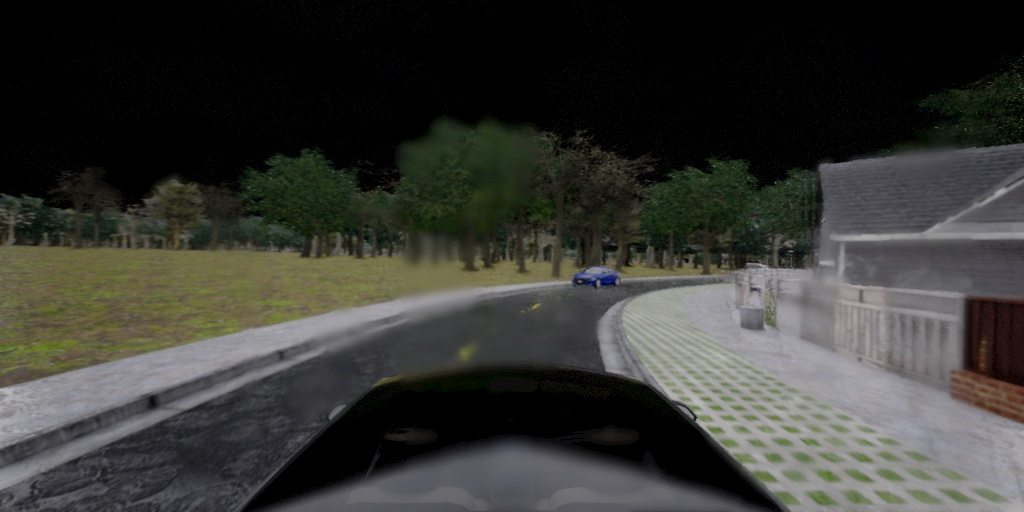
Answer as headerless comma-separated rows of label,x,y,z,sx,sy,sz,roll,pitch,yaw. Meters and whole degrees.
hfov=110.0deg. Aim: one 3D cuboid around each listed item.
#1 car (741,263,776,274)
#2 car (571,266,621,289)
car,31.047,2.017,45.364,5.566,2.045,2.150,4,1,-44
car,6.138,1.495,25.900,1.882,1.535,5.008,0,-1,40
